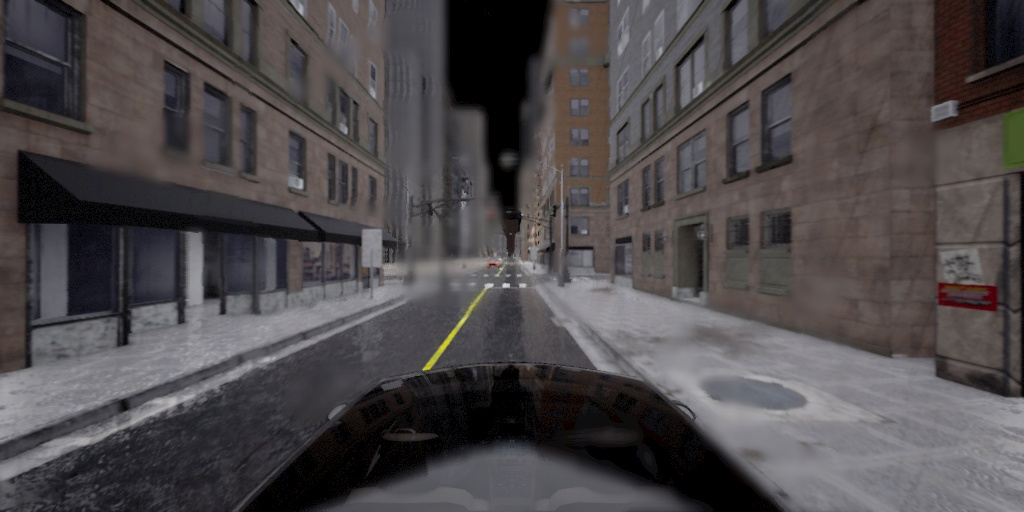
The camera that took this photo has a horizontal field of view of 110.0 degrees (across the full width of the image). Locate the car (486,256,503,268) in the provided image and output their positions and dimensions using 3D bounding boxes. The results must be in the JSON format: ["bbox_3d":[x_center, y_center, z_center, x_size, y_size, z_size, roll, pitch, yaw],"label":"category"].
[{"bbox_3d":[-3.073,1.078,59.032,2.097,1.767,4.553,0,0,1],"label":"car"}]
